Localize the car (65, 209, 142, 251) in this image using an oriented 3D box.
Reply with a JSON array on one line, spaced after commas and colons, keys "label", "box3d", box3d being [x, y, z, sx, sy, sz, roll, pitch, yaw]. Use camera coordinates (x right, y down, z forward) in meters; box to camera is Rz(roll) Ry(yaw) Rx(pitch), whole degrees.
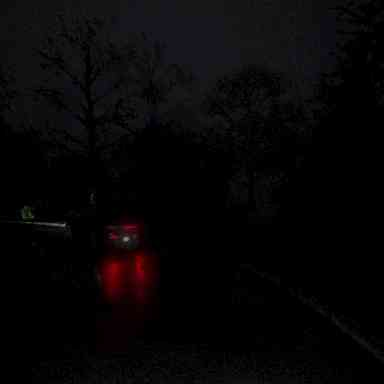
[{"label": "car", "box3d": [-3.907, 1.468, 14.226, 2.128, 1.511, 4.902, 2, 0, -37]}]
